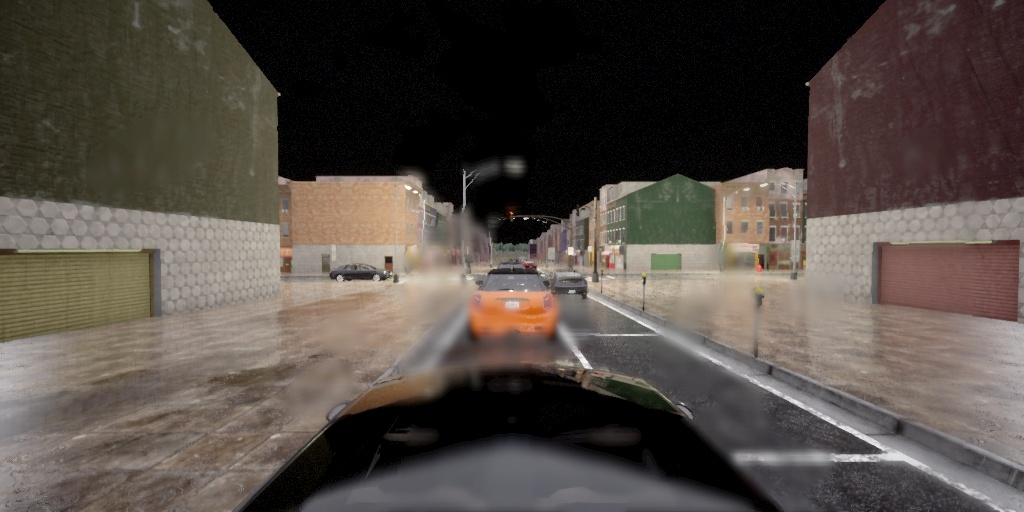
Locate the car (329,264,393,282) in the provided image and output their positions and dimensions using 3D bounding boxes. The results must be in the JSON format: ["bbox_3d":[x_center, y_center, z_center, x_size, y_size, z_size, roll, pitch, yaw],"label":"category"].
[{"bbox_3d":[-12.316,1.365,29.455,4.892,1.490,1.837,0,1,-2],"label":"car"}]

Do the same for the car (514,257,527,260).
[{"bbox_3d":[-0.051,1.099,19.890,2.097,1.767,4.553,0,0,0],"label":"car"}]

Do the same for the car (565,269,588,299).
[{"bbox_3d":[2.593,1.297,17.570,2.007,1.370,4.403,0,0,0],"label":"car"}]

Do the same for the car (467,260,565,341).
[{"bbox_3d":[0.042,1.100,9.999,2.097,1.767,4.553,0,0,0],"label":"car"}]
